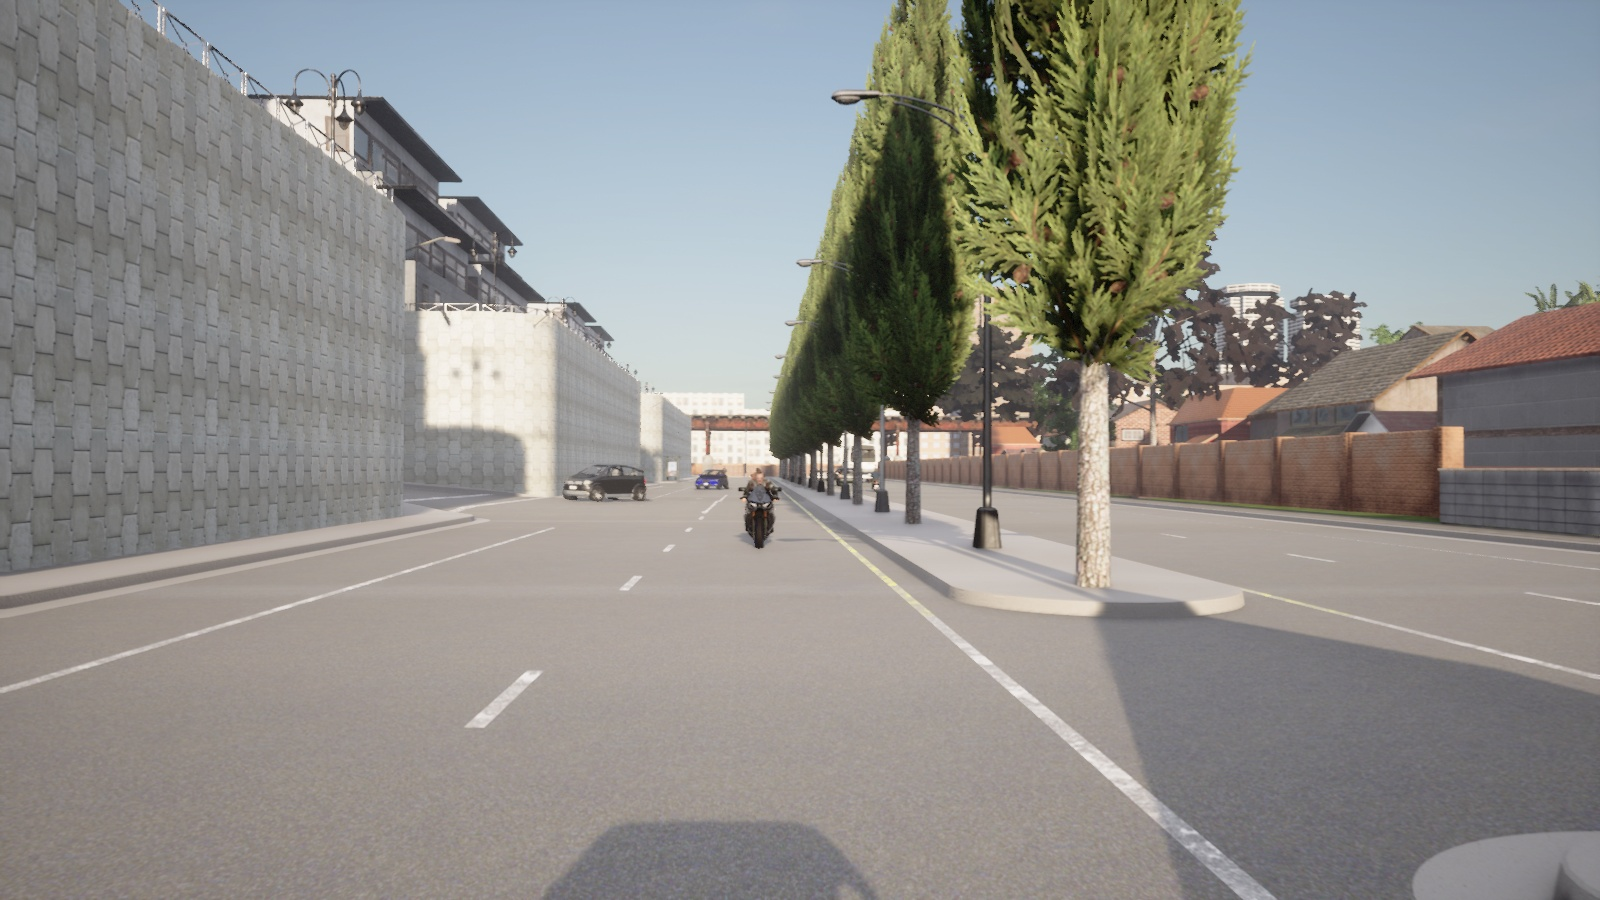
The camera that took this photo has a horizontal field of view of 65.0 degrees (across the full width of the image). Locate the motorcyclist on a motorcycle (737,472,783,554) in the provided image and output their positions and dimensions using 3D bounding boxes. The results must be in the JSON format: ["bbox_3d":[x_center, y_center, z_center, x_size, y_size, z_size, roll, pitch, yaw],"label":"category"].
[{"bbox_3d":[-0.803,1.218,24.992,0.866,1.530,2.191,0,-1,-2],"label":"motorcyclist on a motorcycle"}]

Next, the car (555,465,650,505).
[{"bbox_3d":[-8.173,1.436,52.227,1.789,1.549,3.705,1,0,36],"label":"car"}]

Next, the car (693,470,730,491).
[{"bbox_3d":[-6.361,2.182,90.345,1.816,1.474,4.193,0,-1,8],"label":"car"}]
